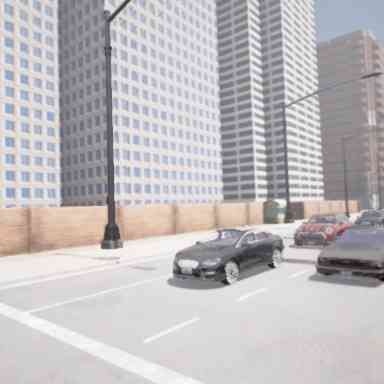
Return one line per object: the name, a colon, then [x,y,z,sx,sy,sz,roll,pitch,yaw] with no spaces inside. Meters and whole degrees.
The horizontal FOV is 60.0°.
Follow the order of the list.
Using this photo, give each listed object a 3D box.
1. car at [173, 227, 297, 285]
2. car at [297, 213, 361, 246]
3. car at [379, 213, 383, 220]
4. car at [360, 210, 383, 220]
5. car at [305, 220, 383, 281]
car: [1.413,1.984,11.247,2.128,1.511,4.902,-4,-3,40]
car: [7.349,1.969,18.286,2.097,1.767,4.553,-4,-3,40]
car: [12.194,1.971,18.583,1.837,1.490,4.892,-4,-3,40]
car: [14.658,2.274,26.887,1.837,1.490,4.892,-4,-4,40]
car: [5.939,1.884,11.195,2.033,1.411,5.357,-4,-3,40]
